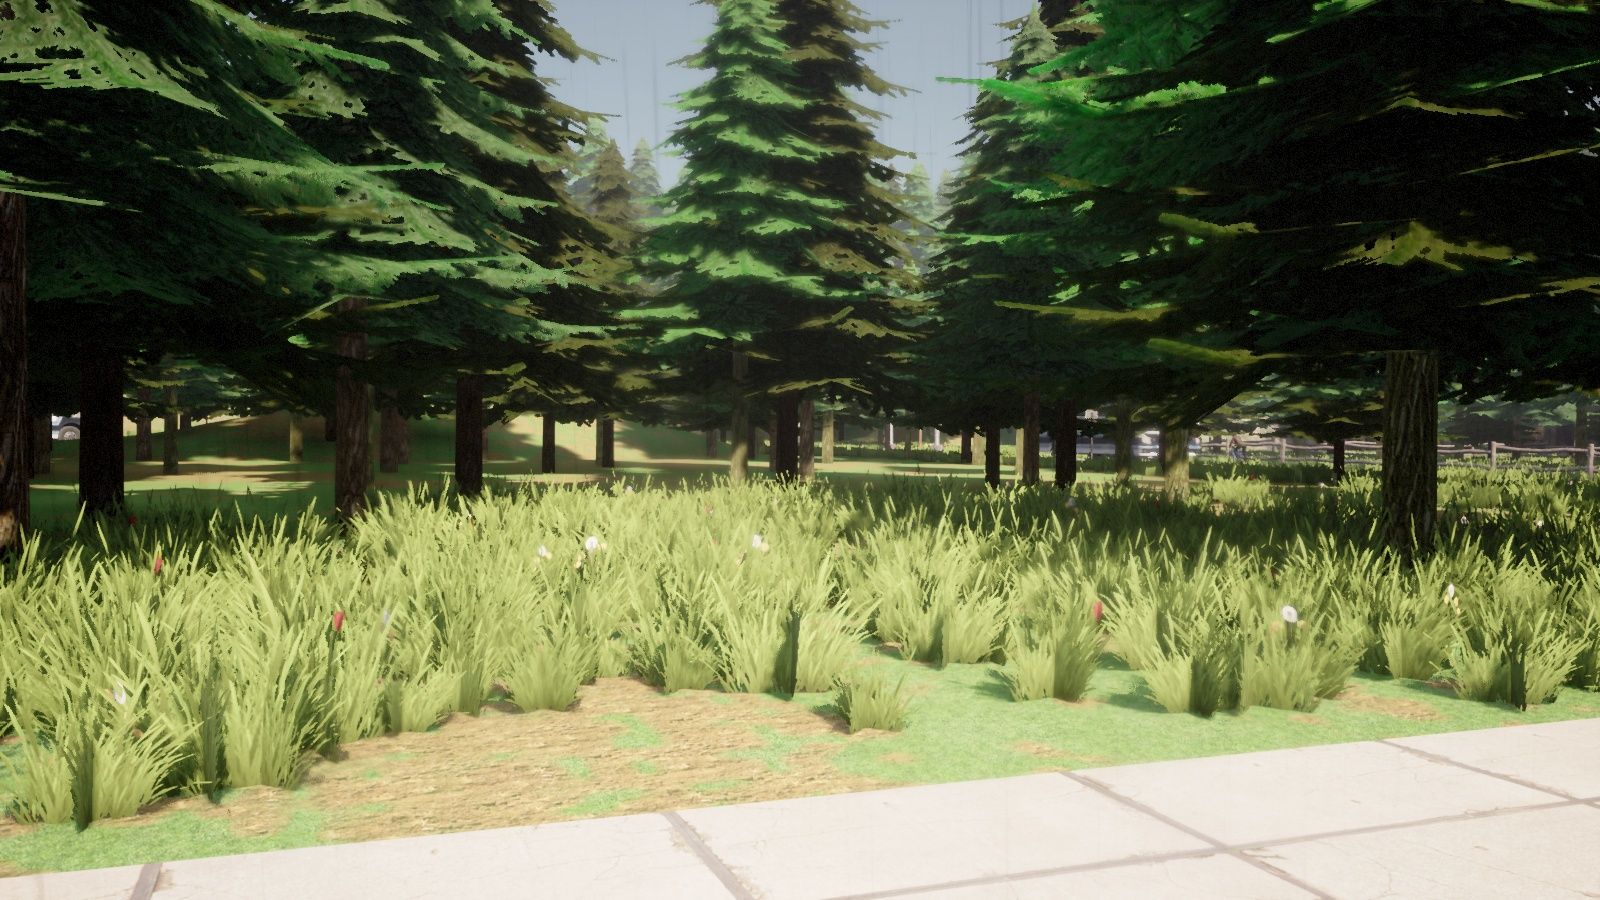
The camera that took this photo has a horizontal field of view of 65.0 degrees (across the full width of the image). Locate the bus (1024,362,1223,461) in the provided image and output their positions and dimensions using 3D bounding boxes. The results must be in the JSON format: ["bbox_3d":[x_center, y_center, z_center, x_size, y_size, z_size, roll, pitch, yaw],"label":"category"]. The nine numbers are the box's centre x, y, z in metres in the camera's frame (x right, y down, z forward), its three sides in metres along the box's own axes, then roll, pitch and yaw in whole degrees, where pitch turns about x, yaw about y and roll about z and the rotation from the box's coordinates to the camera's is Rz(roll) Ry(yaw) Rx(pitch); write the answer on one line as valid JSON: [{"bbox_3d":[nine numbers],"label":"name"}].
[{"bbox_3d":[14.959,-1.733,59.388,3.944,4.253,10.273,-1,1,-20],"label":"bus"}]

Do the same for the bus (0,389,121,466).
[{"bbox_3d":[-44.786,-1.279,71.152,3.944,4.253,10.273,0,1,40],"label":"bus"}]
